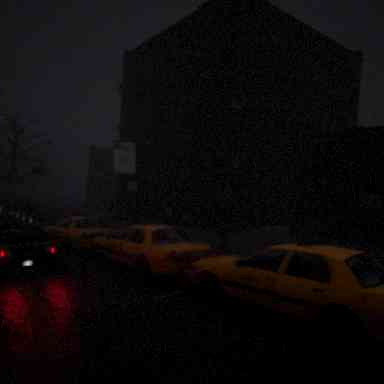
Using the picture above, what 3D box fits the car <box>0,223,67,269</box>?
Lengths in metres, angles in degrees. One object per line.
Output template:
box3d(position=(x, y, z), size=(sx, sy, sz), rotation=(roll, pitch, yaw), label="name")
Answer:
box3d(position=(-6.086, 1.747, 11.163), size=(1.895, 1.301, 4.718), rotation=(2, -2, -40), label="car")

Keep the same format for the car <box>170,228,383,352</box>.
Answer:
box3d(position=(2.042, 1.673, 6.648), size=(1.946, 1.575, 5.366), rotation=(2, -2, -41), label="car")

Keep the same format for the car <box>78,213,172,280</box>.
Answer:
box3d(position=(-1.587, 1.699, 10.814), size=(1.946, 1.575, 5.366), rotation=(2, -2, -41), label="car")
